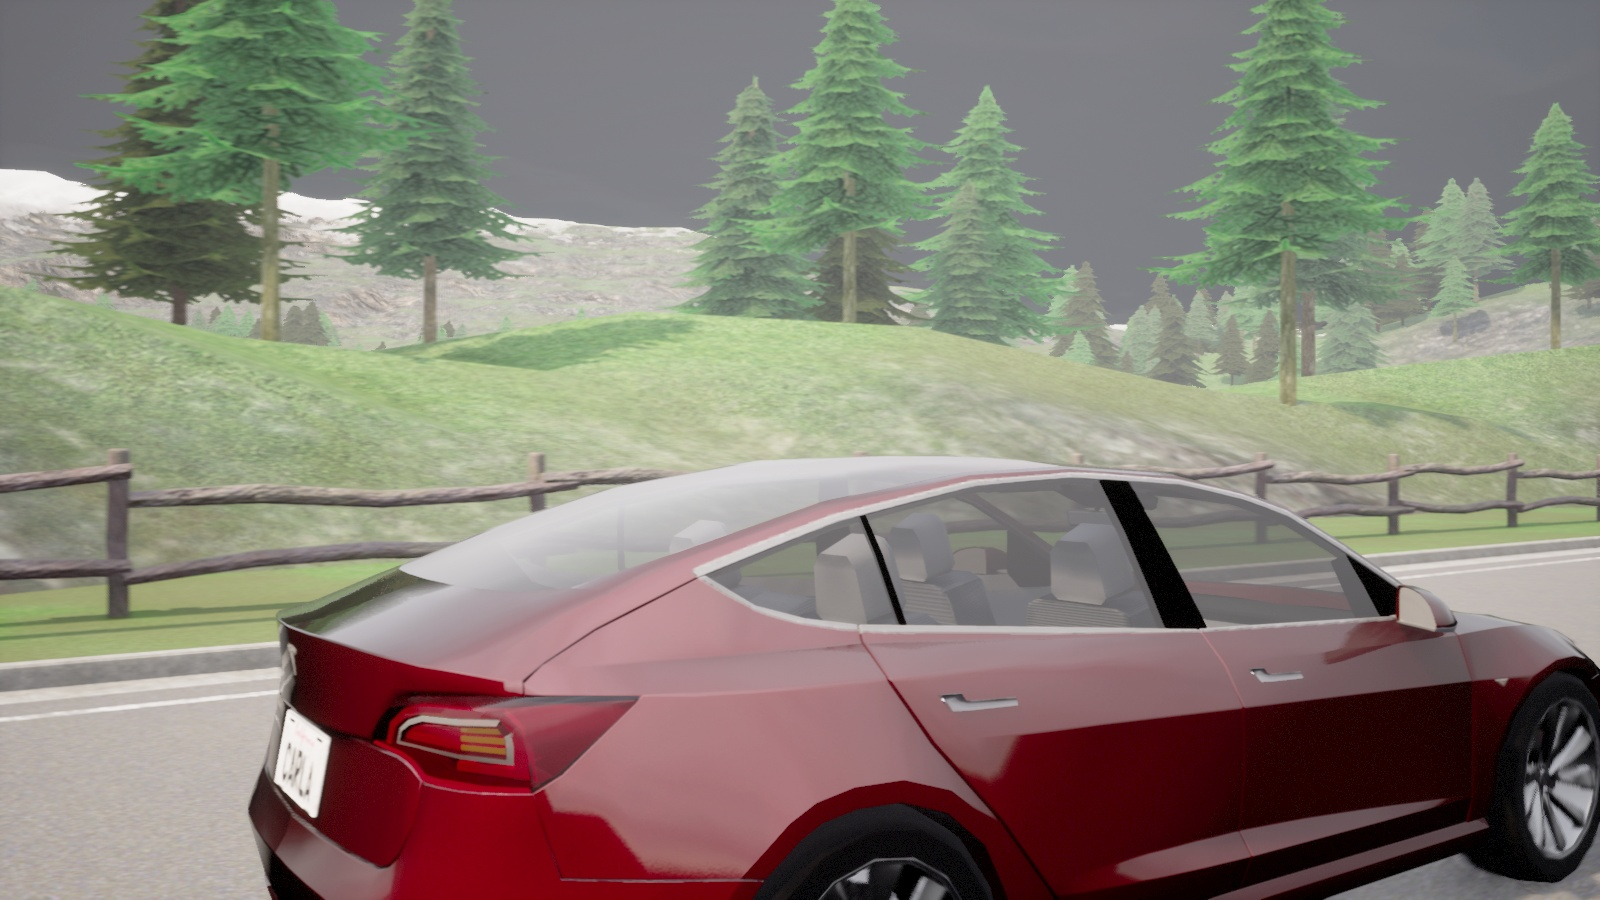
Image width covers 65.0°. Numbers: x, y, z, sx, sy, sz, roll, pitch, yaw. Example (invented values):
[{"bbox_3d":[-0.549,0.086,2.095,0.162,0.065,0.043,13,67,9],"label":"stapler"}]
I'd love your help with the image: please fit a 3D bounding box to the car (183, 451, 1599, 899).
[{"bbox_3d":[0.764,0.753,4.190,4.792,1.488,2.163,0,0,-35],"label":"car"}]
